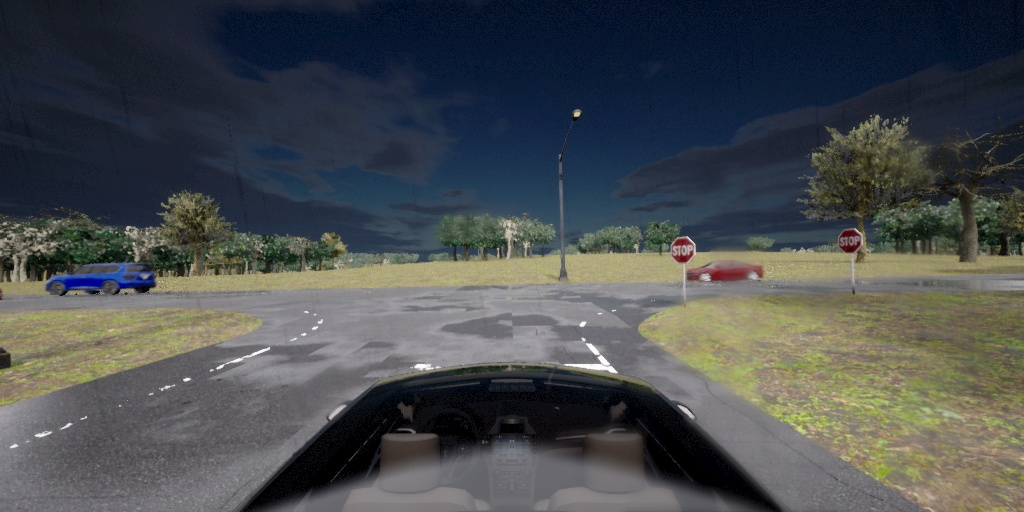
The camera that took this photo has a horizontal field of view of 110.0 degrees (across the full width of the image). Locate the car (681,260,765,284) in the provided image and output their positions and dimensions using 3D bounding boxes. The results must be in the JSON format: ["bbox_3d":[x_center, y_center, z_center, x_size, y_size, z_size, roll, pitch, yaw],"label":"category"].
[{"bbox_3d":[13.807,1.039,23.654,5.008,1.535,1.882,-2,-2,-1],"label":"car"}]

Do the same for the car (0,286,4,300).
[{"bbox_3d":[-26.427,1.397,16.269,4.553,1.767,2.097,-1,-2,0],"label":"car"}]

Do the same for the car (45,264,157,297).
[{"bbox_3d":[-26.462,1.542,23.267,5.566,2.045,2.150,-1,-2,0],"label":"car"}]
